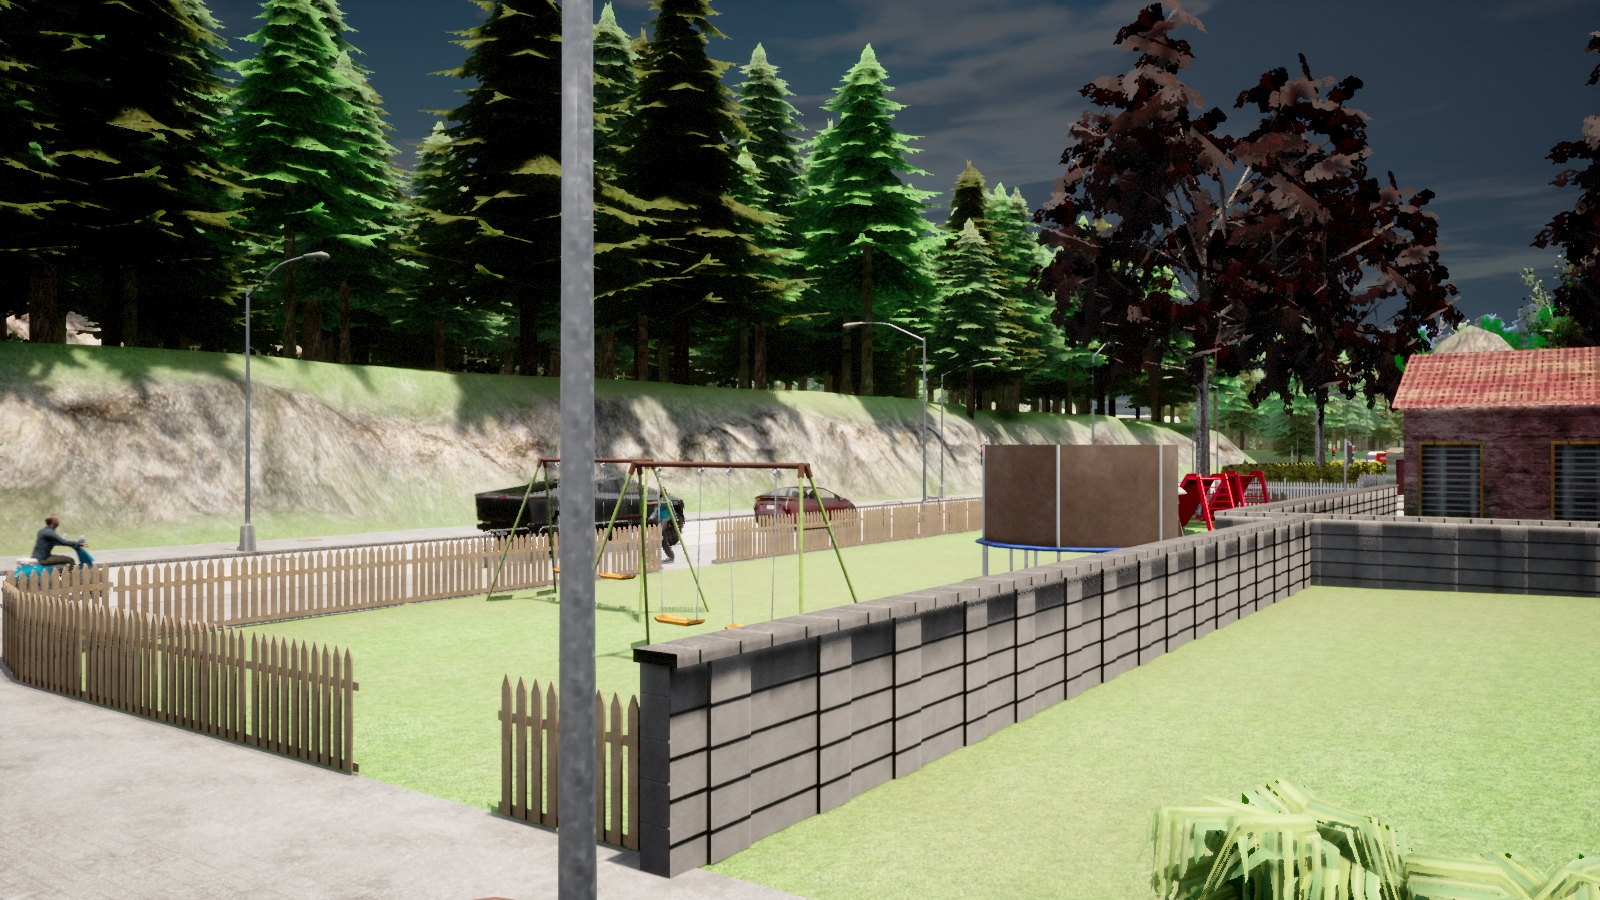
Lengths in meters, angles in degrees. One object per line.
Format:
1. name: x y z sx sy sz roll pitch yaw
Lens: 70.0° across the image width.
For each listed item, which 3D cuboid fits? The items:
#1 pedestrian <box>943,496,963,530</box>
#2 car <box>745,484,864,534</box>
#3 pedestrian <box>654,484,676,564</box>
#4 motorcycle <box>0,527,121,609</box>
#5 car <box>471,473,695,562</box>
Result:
1. pedestrian: 5.190 2.125 38.786 0.500 1.100 0.500 0 0 35
2. car: 0.223 2.040 40.660 2.007 1.525 4.514 0 0 35
3. pedestrian: -3.213 1.745 27.108 0.375 1.860 0.375 0 0 -41
4. motorcycle: -13.693 2.142 21.097 0.856 1.316 1.805 0 0 36
5. car: -5.877 1.754 31.903 2.390 2.098 6.274 0 0 35
